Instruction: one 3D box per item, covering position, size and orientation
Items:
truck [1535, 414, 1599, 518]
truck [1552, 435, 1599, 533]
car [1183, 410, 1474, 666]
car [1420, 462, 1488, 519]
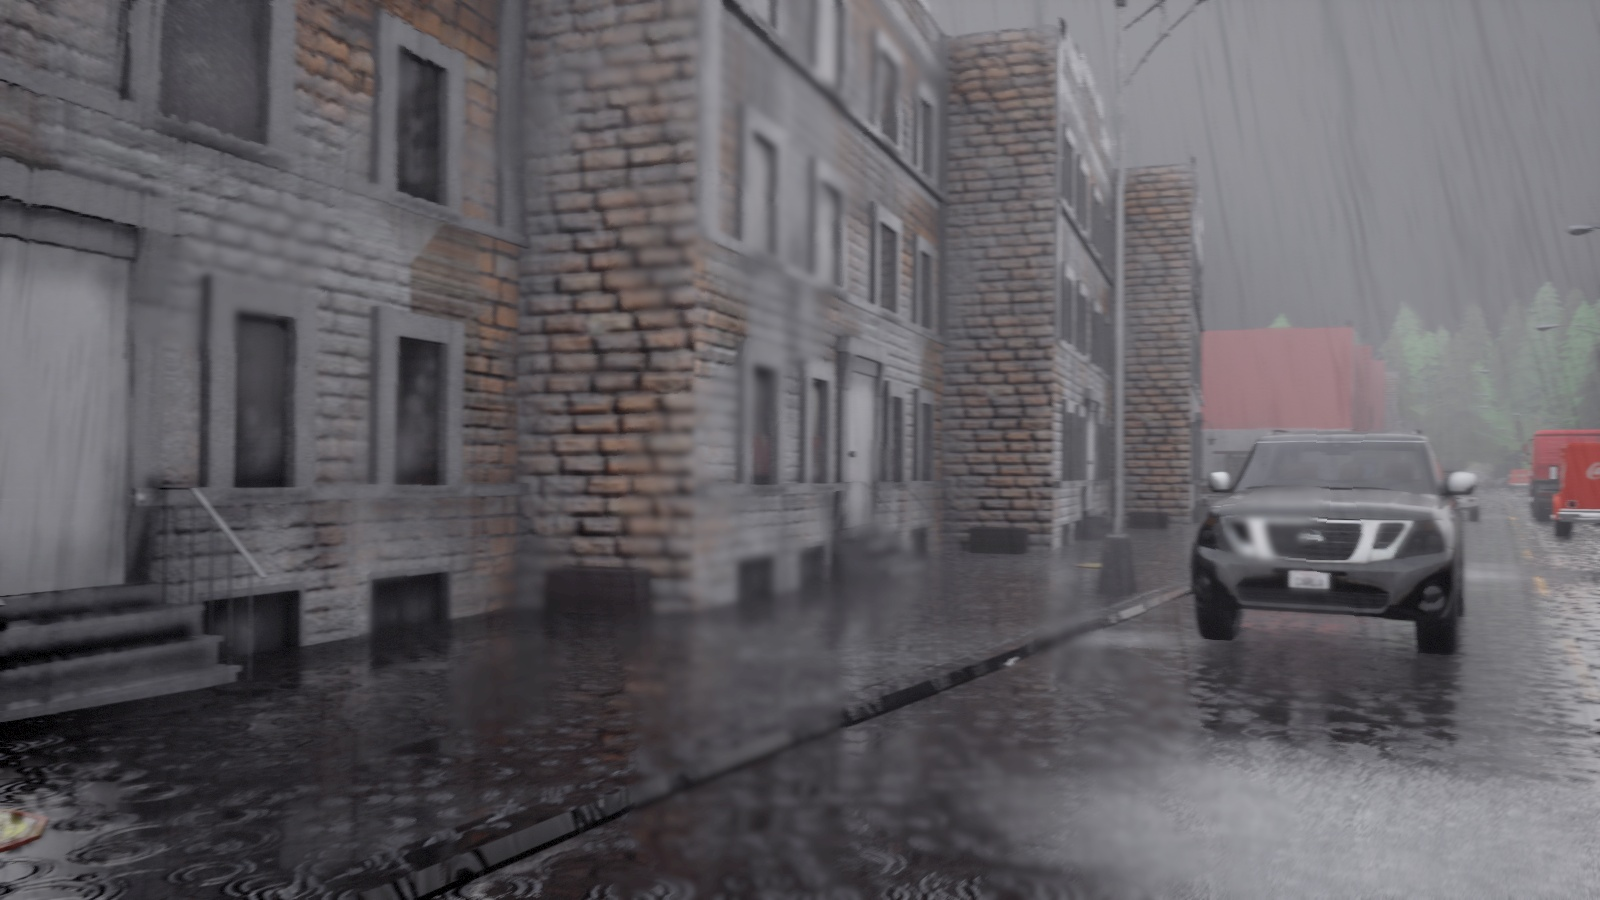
[{"bbox_3d":[28.435,0.591,45.545,2.891,3.462,7.936,-1,-1,29],"label":"truck"},{"bbox_3d":[21.845,0.888,33.737,2.627,2.467,5.204,-1,-1,29],"label":"truck"},{"bbox_3d":[5.674,0.749,12.966,2.150,2.045,5.566,-1,-1,29],"label":"car"},{"bbox_3d":[22.613,1.354,43.314,1.932,1.855,4.605,-1,-1,29],"label":"car"}]
